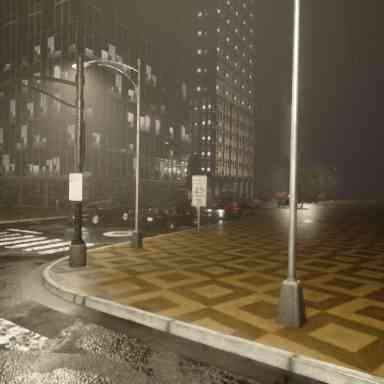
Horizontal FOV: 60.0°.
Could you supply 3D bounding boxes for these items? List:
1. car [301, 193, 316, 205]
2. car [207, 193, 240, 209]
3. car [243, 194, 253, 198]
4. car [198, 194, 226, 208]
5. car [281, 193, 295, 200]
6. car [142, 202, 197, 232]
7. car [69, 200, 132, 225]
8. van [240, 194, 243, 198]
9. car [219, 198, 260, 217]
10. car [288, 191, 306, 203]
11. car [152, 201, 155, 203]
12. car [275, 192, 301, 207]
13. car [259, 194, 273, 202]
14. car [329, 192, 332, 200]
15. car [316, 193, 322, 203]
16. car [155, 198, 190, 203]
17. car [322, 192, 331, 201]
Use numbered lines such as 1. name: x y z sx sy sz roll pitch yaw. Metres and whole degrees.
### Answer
1. car: 18.646 1.273 54.635 1.752 1.417 4.829 2 1 30
2. car: 3.802 1.269 40.589 1.812 1.442 4.674 1 1 31
3. car: 8.401 1.050 53.669 1.967 1.590 4.097 2 1 30
4. car: 2.725 1.116 43.887 1.967 1.590 4.097 2 1 30
5. car: 22.589 0.996 78.127 2.008 1.369 4.403 2 1 30
6. car: -1.292 1.545 20.275 1.947 1.339 4.313 2 1 30
7. car: -6.276 1.364 23.231 1.837 1.490 4.892 1 1 30
8. van: 5.565 0.984 48.776 1.690 1.788 3.998 2 1 30
9. car: 4.380 1.495 30.050 1.802 1.307 4.206 2 1 30
10. car: 19.359 0.882 60.987 2.150 2.045 5.566 1 1 28
11. car: -2.953 1.308 34.106 1.947 1.339 4.313 2 1 30
12. car: 12.890 1.254 44.711 1.967 1.590 4.097 2 1 30
13. car: 14.075 1.089 63.453 1.887 1.381 4.507 2 1 30
14. car: 29.909 0.932 74.035 2.192 1.841 5.009 2 1 30
15. car: 21.398 1.155 59.374 1.967 1.590 4.097 2 1 30
16. car: -1.290 1.366 31.834 1.994 1.385 4.181 1 1 30
17. car: 27.068 1.231 69.152 1.802 1.307 4.206 2 1 30
